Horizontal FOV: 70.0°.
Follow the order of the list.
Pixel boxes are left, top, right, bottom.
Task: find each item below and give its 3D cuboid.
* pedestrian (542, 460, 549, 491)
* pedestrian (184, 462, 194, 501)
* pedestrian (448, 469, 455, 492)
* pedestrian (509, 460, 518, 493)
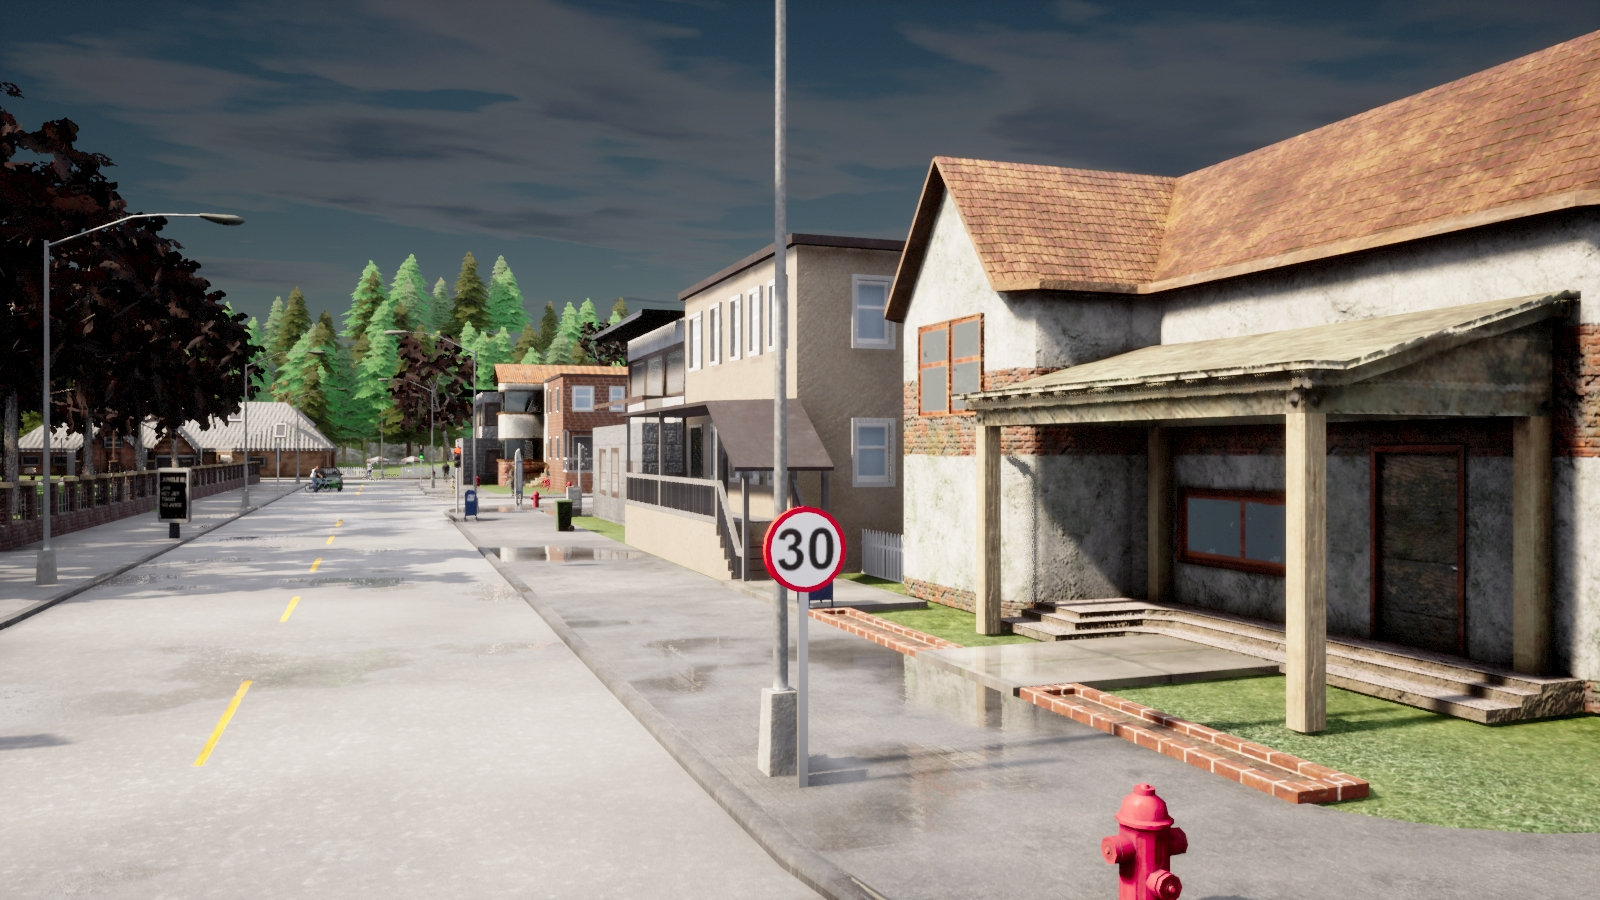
[{"bbox_3d":[-15.409,1.516,69.164,0.375,1.860,0.375,0,0,-1],"label":"pedestrian"},{"bbox_3d":[-29.789,1.525,55.693,0.375,1.860,0.375,0,0,-20],"label":"pedestrian"},{"bbox_3d":[-20.477,1.797,67.182,0.375,1.300,0.375,0,0,-13],"label":"pedestrian"},{"bbox_3d":[-16.511,1.534,65.938,0.375,1.860,0.375,0,0,-39],"label":"pedestrian"}]
